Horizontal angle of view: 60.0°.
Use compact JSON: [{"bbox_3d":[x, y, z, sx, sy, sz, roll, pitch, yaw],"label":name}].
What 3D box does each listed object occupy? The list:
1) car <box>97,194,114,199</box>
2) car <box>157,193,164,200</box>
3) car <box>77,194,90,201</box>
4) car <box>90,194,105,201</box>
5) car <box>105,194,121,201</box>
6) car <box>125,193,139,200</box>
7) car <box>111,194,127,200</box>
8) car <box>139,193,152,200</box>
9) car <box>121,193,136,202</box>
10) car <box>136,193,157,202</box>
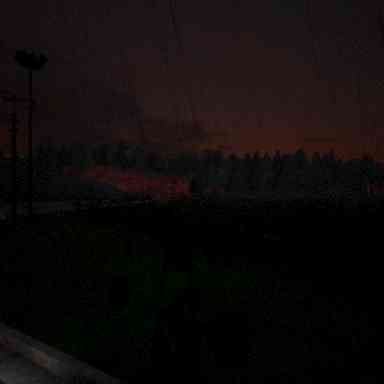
[{"bbox_3d":[-21.721,1.107,84.010,2.033,1.411,5.357,0,0,10],"label":"car"},{"bbox_3d":[-7.943,1.096,81.528,1.882,1.535,5.008,0,0,10],"label":"car"},{"bbox_3d":[-23.569,1.269,73.756,2.128,1.511,4.902,0,0,10],"label":"car"},{"bbox_3d":[-20.051,1.309,73.545,1.994,1.385,4.181,0,0,10],"label":"car"},{"bbox_3d":[-16.586,1.116,73.031,2.097,1.767,4.553,0,0,10],"label":"car"},{"bbox_3d":[-14.832,1.092,82.769,1.837,1.490,4.892,0,0,10],"label":"car"},{"bbox_3d":[-18.277,1.119,83.390,2.033,1.411,5.357,0,0,10],"label":"car"},{"bbox_3d":[-11.388,1.105,82.149,1.837,1.490,4.892,0,0,10],"label":"car"},{"bbox_3d":[-13.156,1.377,72.334,1.895,1.301,4.718,0,0,10],"label":"car"},{"bbox_3d":[-9.697,1.141,71.791,2.097,1.767,4.553,0,0,10],"label":"car"}]
